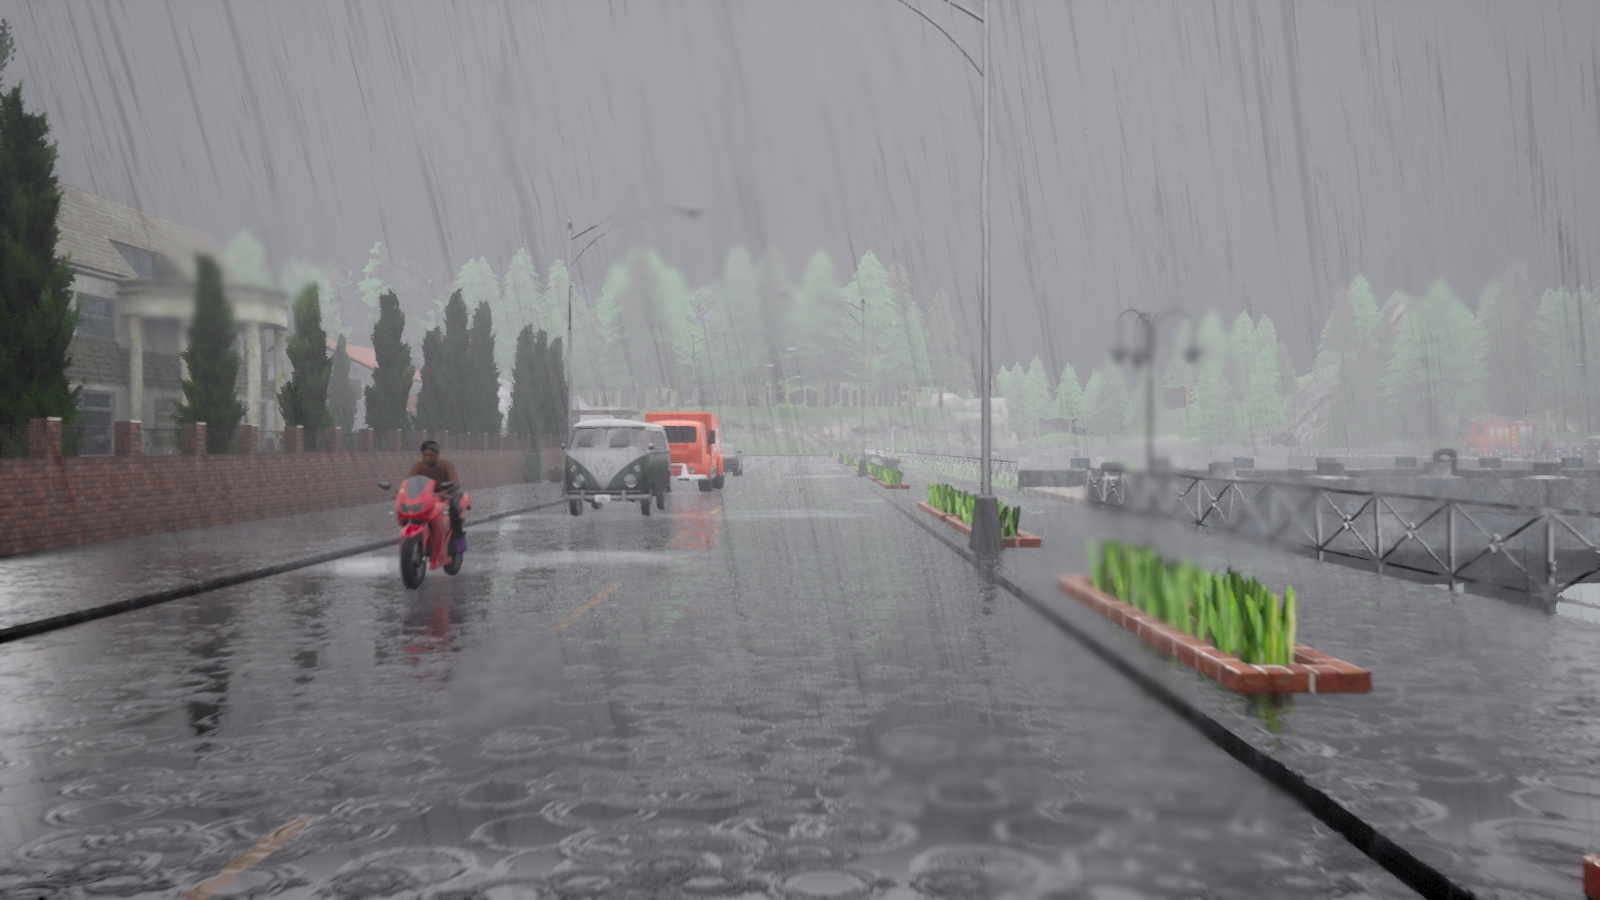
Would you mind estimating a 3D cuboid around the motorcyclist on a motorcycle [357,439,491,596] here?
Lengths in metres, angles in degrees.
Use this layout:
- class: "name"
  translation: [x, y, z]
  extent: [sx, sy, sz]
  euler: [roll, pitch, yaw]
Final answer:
- class: "motorcyclist on a motorcycle"
  translation: [-3.914, 0.651, 13.249]
  extent: [0.797, 1.523, 2.044]
  euler: [0, 0, 0]

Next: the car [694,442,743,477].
- class: "car"
  translation: [-3.670, 0.398, 57.408]
  extent: [1.882, 1.535, 5.008]
  euler: [0, 0, 0]

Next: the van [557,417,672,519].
- class: "van"
  translation: [-3.838, 0.346, 26.682]
  extent: [1.775, 1.987, 4.442]
  euler: [0, 0, 0]

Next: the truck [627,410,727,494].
- class: "truck"
  translation: [-3.767, 0.033, 39.539]
  extent: [2.627, 2.467, 5.204]
  euler: [0, 0, 0]
